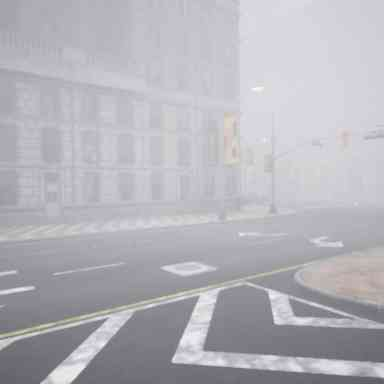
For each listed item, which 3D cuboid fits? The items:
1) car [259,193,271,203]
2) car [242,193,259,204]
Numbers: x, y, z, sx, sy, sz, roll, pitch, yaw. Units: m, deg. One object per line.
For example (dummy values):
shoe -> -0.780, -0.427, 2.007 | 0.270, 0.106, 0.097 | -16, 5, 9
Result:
car -> 9.201, 0.838, 47.579 | 1.994, 1.385, 4.181 | -1, 1, -35
car -> 6.180, 0.894, 45.773 | 2.033, 1.411, 5.357 | -1, 1, -36
